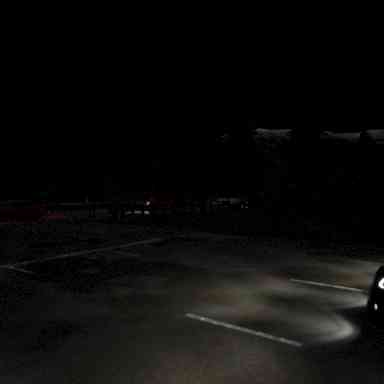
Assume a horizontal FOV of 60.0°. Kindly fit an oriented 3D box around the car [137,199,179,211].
[{"bbox_3d":[-4.156,1.266,38.677,4.553,1.767,2.097,0,0,-45],"label":"car"}]

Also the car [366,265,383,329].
[{"bbox_3d":[5.033,1.352,4.656,4.553,1.767,2.097,0,0,36],"label":"car"}]

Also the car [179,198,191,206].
[{"bbox_3d":[-2.494,1.505,45.118,4.718,1.301,1.895,0,0,-41],"label":"car"}]

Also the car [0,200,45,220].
[{"bbox_3d":[-14.080,1.395,26.101,1.882,1.535,5.008,0,0,33],"label":"car"}]

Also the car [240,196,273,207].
[{"bbox_3d":[9.358,1.438,49.851,4.892,1.490,1.837,0,0,-33],"label":"car"}]
